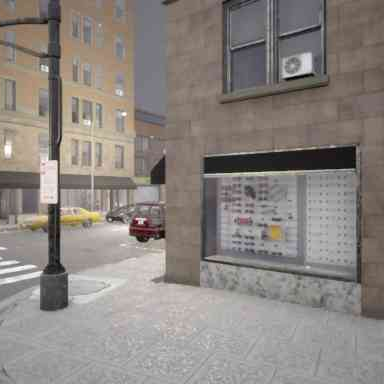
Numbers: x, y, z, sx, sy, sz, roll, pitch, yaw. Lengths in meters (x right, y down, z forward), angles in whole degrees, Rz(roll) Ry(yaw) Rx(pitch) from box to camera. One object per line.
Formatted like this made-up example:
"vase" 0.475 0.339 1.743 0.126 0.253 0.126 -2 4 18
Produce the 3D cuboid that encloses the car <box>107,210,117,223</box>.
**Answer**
"car" -4.444 1.547 24.857 1.947 1.339 4.313 0 0 35

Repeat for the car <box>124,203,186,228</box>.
"car" -2.444 1.545 22.901 1.994 1.385 4.181 0 0 35

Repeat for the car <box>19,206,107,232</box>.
"car" -7.771 1.519 20.076 1.752 1.417 4.829 0 0 35

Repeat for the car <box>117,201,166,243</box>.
"car" -0.691 1.305 15.322 2.192 1.841 5.009 0 0 35
